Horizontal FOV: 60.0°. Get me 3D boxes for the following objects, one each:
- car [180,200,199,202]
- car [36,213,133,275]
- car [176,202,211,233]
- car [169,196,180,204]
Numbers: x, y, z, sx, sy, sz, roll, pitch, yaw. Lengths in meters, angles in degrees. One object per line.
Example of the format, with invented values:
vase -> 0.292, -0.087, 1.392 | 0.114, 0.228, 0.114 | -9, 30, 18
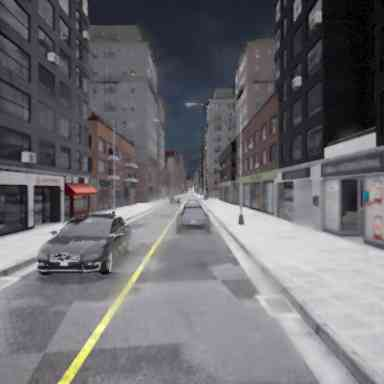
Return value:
car -> 0.083, 1.498, 34.295 | 2.033, 1.411, 5.357 | 0, 0, 0
car -> -3.102, 1.491, 10.499 | 1.837, 1.490, 4.892 | 0, 0, 0
car -> 0.089, 1.537, 19.569 | 1.994, 1.385, 4.181 | 0, 0, 0
car -> -3.017, 1.430, 59.541 | 1.812, 1.442, 4.674 | 0, 0, 0
